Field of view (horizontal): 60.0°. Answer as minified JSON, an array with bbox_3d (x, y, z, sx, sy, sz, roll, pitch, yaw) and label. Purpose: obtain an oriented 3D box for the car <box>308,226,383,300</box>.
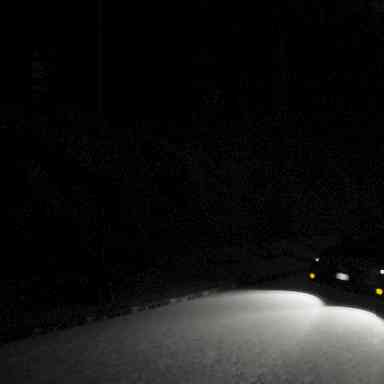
[{"bbox_3d":[4.695,1.540,7.954,4.181,1.385,1.994,0,0,-35],"label":"car"}]
